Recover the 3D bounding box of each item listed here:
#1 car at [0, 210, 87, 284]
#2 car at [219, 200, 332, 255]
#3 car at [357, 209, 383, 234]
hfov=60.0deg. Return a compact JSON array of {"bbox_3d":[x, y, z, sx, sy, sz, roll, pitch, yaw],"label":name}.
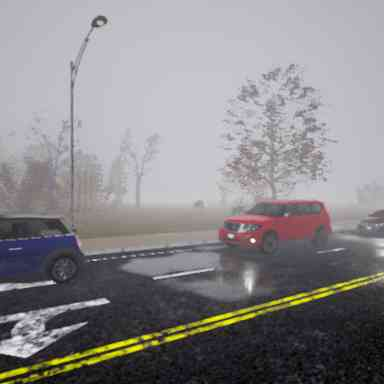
[{"bbox_3d":[-5.031,1.354,8.069,4.553,1.767,2.097,1,0,-35],"label":"car"},{"bbox_3d":[3.735,1.359,14.307,5.566,2.045,2.150,1,-1,-36],"label":"car"},{"bbox_3d":[11.894,1.787,20.109,4.674,1.442,1.812,1,0,-35],"label":"car"}]
